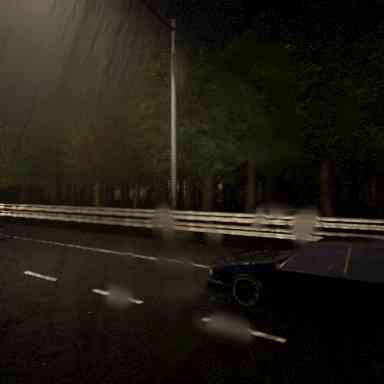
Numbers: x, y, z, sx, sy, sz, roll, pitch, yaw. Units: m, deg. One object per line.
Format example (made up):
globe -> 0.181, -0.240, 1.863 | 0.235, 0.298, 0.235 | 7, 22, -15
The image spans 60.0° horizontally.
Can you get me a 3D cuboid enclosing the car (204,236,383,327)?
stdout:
car -> 2.881, 1.548, 6.111 | 5.357, 1.411, 2.033 | 0, 0, 35
